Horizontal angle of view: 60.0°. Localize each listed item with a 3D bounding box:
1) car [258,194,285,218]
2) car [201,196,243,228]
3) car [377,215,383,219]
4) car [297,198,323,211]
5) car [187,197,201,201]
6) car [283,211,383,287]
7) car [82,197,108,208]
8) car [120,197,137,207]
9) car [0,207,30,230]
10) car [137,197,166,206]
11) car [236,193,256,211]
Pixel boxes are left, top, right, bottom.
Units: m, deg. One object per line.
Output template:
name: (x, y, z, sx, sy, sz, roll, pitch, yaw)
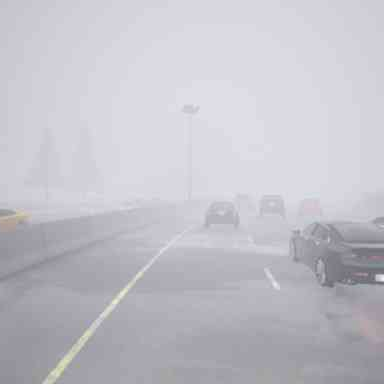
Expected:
car: (7.161, 1.210, 29.878, 2.150, 2.045, 5.566, 0, 0, 13)
car: (2.097, 1.334, 22.036, 2.097, 1.767, 4.553, 0, 0, 9)
car: (7.870, 1.535, 12.613, 1.812, 1.442, 4.674, 0, 0, 6)
car: (11.510, 1.350, 32.790, 2.097, 1.767, 4.553, 0, 0, 14)
car: (0.572, 1.504, 55.932, 1.994, 1.385, 4.181, 0, 0, 22)
car: (4.062, 1.507, 9.221, 1.837, 1.490, 4.892, 0, 0, 4)
car: (-13.679, 1.434, 47.170, 1.812, 1.442, 4.674, 0, 0, 17)
car: (-8.873, 1.466, 50.727, 2.033, 1.411, 5.357, 0, 0, 19)
car: (-9.620, 1.432, 15.332, 1.882, 1.535, 5.008, 0, 0, 7)
car: (-5.629, 1.477, 49.384, 2.033, 1.411, 5.357, 0, 0, 19)
car: (6.498, 1.196, 40.824, 2.150, 2.045, 5.566, 0, 0, 17)
